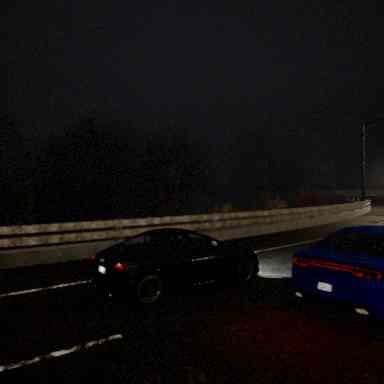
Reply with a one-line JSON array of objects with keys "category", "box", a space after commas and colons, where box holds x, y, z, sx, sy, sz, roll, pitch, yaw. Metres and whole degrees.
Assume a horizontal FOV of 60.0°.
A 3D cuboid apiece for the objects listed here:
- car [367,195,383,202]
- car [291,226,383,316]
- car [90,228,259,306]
[{"category": "car", "box": [37.910, 1.411, 69.197, 2.033, 1.411, 5.357, 0, 0, 10]}, {"category": "car", "box": [4.215, 1.480, 7.288, 5.008, 1.535, 1.882, 0, 0, -39]}, {"category": "car", "box": [-0.289, 1.583, 8.168, 4.181, 1.385, 1.994, 0, 0, -38]}]
